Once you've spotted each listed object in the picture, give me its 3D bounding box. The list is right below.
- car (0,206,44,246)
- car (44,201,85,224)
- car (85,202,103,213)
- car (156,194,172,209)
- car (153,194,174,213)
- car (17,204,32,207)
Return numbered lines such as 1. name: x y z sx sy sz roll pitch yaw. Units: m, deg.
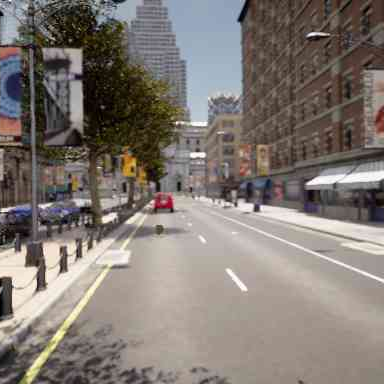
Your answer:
1. car: -9.461 1.698 16.428 2.033 1.411 5.357 -1 0 -5
2. car: -10.324 1.515 26.403 2.097 1.767 4.553 -1 0 -5
3. car: -11.145 1.775 36.392 1.895 1.301 4.718 -1 0 -4
4. car: -4.105 1.279 48.275 2.150 2.045 5.566 -1 0 -5
5. car: -3.197 1.266 37.818 2.150 2.045 5.566 -1 0 -5
6. car: -13.973 1.747 28.076 1.812 1.442 4.674 -1 0 -4
